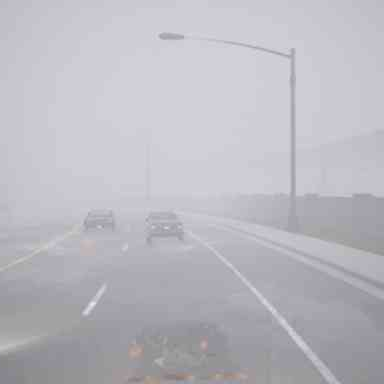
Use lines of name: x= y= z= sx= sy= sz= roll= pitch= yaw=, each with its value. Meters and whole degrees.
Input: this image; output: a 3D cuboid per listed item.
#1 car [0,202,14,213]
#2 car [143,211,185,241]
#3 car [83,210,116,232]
car: x=-28.952 y=2.361 z=51.116 sx=4.892 sy=1.490 sz=1.837 roll=-1 pitch=-1 yaw=44
car: x=-1.568 y=1.689 z=17.597 sx=2.033 sy=1.411 sz=5.357 roll=0 pitch=-1 yaw=-10
car: x=-6.064 y=1.829 z=22.221 sx=1.895 sy=1.301 sz=4.718 roll=0 pitch=-1 yaw=-12
